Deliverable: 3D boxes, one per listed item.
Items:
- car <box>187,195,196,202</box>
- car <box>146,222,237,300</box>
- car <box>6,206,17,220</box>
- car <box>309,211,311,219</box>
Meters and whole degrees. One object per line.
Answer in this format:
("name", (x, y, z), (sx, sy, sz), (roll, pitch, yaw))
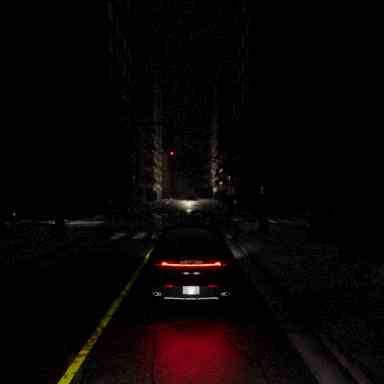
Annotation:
("car", (-0.174, 1.492, 82.408), (2.097, 1.767, 4.553), (0, 0, 0))
("car", (-0.017, 1.506, 8.357), (1.837, 1.490, 4.892), (0, 0, 0))
("car", (-15.269, 1.312, 24.049), (4.902, 1.511, 2.128), (1, 0, 1))
("car", (12.298, 1.722, 27.511), (5.008, 1.535, 1.882), (1, 0, -1))
